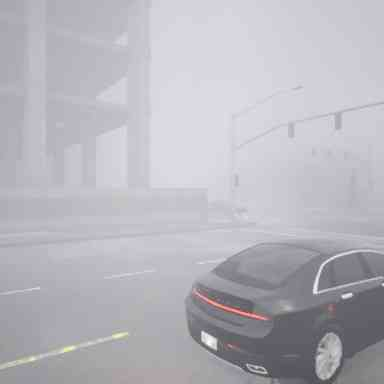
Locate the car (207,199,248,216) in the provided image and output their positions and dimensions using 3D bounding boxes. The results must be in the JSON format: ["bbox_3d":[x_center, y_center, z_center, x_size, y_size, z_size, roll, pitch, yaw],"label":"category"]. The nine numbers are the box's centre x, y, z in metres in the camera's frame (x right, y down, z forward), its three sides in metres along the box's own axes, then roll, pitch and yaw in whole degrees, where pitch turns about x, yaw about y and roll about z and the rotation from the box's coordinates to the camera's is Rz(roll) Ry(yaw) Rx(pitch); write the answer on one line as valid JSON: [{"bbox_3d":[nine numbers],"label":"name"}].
[{"bbox_3d":[3.073,1.547,33.038,2.033,1.411,5.357,0,0,-36],"label":"car"}]

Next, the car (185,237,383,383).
[{"bbox_3d":[2.187,1.506,5.349,4.892,1.490,1.837,0,0,-35],"label":"car"}]

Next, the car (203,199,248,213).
[{"bbox_3d":[3.737,1.547,38.081,2.033,1.411,5.357,0,0,-36],"label":"car"}]
